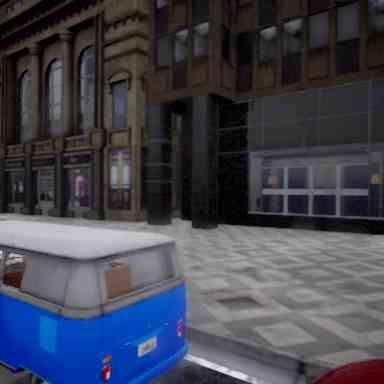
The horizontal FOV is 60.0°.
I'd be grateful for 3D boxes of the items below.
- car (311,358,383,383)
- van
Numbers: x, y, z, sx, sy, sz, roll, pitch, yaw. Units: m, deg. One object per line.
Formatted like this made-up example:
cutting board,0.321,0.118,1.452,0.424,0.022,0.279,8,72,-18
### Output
car,2.637,1.545,1.193,4.507,1.381,1.887,0,0,36
van,-1.963,1.340,4.472,3.998,1.788,1.690,0,0,36
